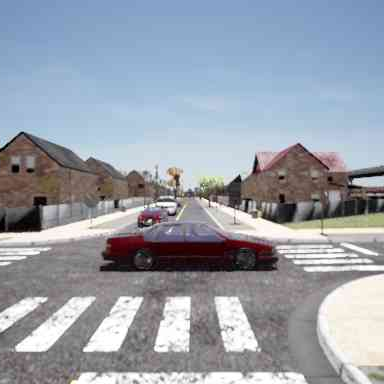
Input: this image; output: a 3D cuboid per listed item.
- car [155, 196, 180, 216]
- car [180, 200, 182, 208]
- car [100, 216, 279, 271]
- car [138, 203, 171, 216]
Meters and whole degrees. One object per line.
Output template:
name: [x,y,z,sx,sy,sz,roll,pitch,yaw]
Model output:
car: [-2.851,1.535,37.195,2.150,2.045,5.566,0,0,0]
car: [-2.764,1.998,58.911,2.128,1.511,4.902,0,-1,0]
car: [-0.079,1.632,10.600,5.357,1.411,2.033,0,-1,1]
car: [-2.846,1.776,24.509,1.994,1.385,4.181,0,0,0]
